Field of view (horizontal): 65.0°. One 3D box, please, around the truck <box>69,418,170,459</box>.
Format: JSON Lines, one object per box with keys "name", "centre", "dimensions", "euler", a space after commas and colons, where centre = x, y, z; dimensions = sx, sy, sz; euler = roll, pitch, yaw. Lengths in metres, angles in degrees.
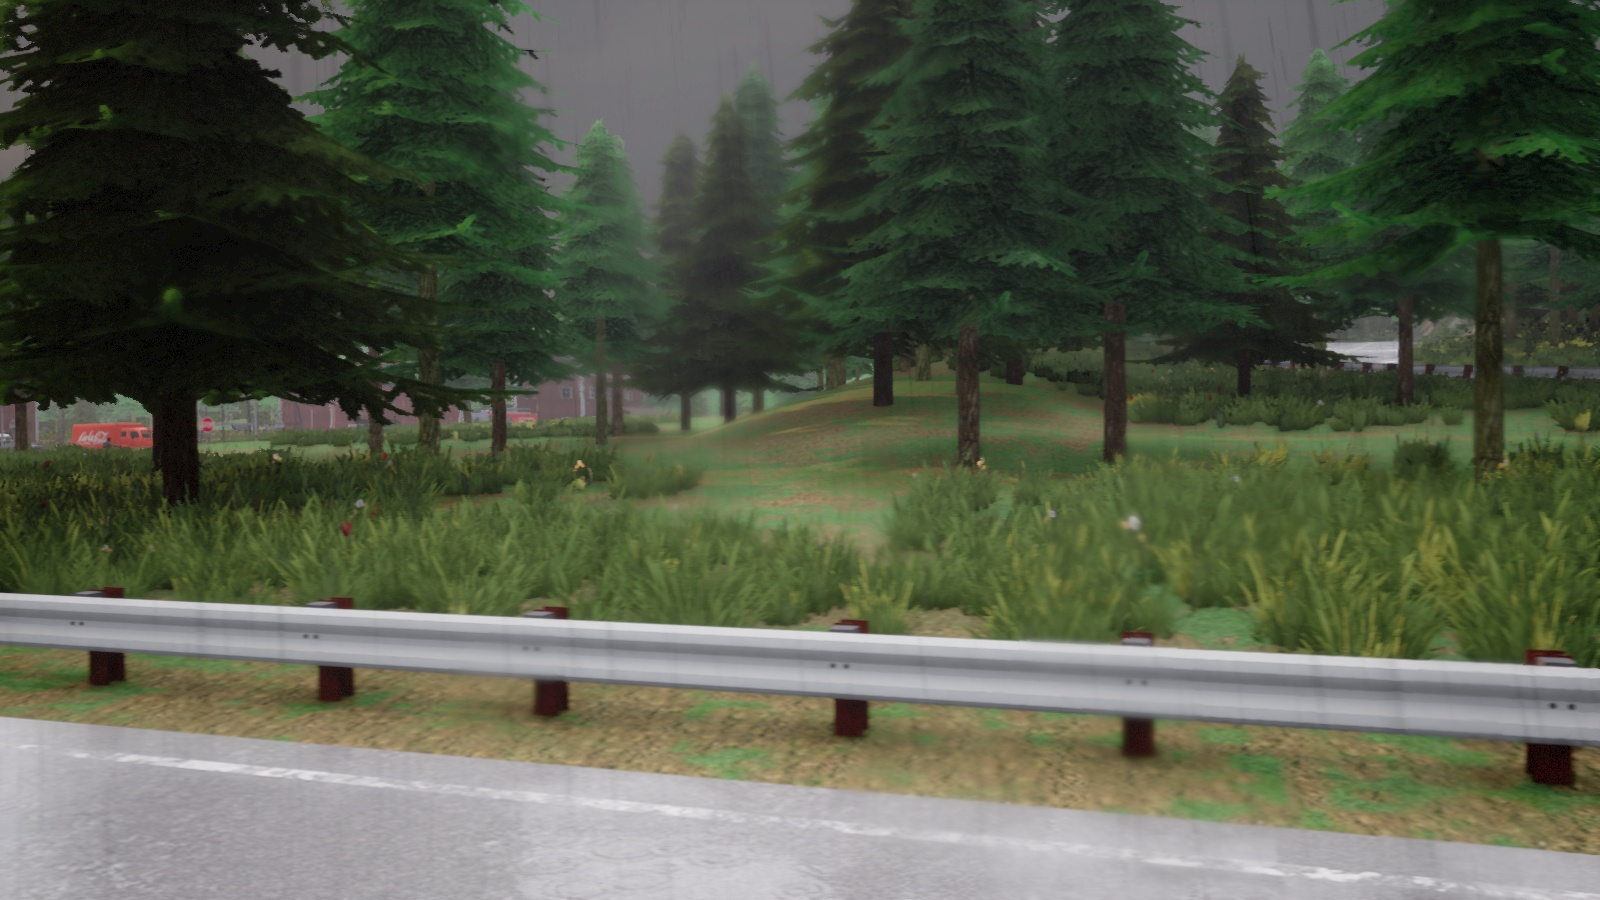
{"name": "truck", "centre": [-42.309, -0.725, 78.106], "dimensions": [5.204, 2.467, 2.627], "euler": [0, 1, 17]}
